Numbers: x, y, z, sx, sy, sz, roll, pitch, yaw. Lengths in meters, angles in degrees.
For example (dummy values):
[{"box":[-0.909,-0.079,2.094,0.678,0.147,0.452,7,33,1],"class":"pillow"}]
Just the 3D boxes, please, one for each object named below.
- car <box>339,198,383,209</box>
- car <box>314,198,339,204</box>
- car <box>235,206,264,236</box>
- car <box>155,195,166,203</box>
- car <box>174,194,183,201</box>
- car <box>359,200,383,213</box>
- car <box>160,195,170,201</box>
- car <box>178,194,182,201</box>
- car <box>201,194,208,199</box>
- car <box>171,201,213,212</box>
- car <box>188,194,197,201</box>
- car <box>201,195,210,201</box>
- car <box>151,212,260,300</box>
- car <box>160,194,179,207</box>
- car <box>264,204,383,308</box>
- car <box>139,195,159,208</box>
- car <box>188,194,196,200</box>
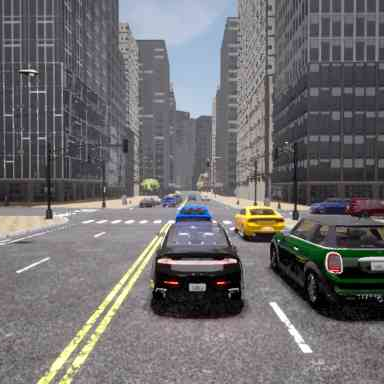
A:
[{"box":[16.225,1.519,29.452,5.009,1.841,2.192,1,0,1],"class":"car"},{"box":[14.913,1.450,35.256,4.553,1.767,2.097,1,1,1],"class":"car"},{"box":[3.363,1.469,17.256,1.882,1.535,5.008,0,0,0],"class":"car"},{"box":[-6.445,1.448,68.955,1.837,1.490,4.892,0,0,0],"class":"car"},{"box":[-3.186,1.284,78.437,2.097,1.767,4.553,0,0,0],"class":"car"},{"box":[21.841,1.642,37.734,4.829,1.417,1.752,1,0,1],"class":"car"},{"box":[-6.436,1.481,78.854,1.994,1.385,4.181,0,0,0],"class":"car"},{"box":[-3.277,1.519,58.309,1.994,1.385,4.181,0,0,1],"class":"car"},{"box":[3.325,1.337,90.700,1.895,1.301,4.718,0,0,0],"class":"car"},{"box":[0.118,1.468,17.868,1.882,1.535,5.008,0,0,1],"class":"car"},{"box":[0.067,1.273,80.641,2.097,1.767,4.553,0,0,0],"class":"car"},{"box":[3.317,1.513,80.698,1.895,1.301,4.718,0,0,0],"class":"car"},{"box":[0.105,1.488,8.364,2.128,1.511,4.902,0,0,0],"class":"car"},{"box":[-3.299,1.491,49.564,1.812,1.442,4.674,0,0,0],"class":"car"},{"box":[3.356,1.348,8.076,2.097,1.767,4.553,0,0,0],"class":"car"},{"box":[-6.545,1.513,49.135,2.033,1.411,5.357,0,0,0],"class":"car"},{"box":[0.075,1.267,90.673,2.128,1.511,4.902,0,0,0],"class":"car"}]
